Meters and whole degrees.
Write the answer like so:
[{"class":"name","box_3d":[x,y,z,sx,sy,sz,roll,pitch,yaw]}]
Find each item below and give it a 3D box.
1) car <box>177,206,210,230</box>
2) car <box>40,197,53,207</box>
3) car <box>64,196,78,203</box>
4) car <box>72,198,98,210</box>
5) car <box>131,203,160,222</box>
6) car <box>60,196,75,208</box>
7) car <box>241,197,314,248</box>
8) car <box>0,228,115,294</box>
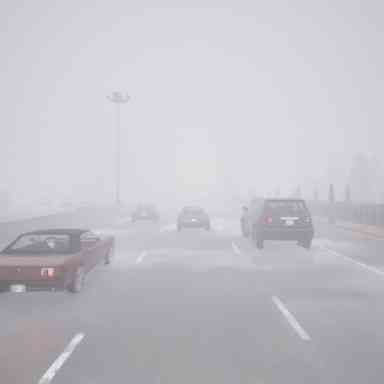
[{"class":"car","box_3d":[0.065,1.573,21.060,1.994,1.385,4.181,0,0,-1]},{"class":"car","box_3d":[-24.454,1.644,55.868,1.837,1.490,4.892,0,0,-22]},{"class":"car","box_3d":[-27.903,1.668,76.367,1.882,1.535,5.008,0,0,-33]},{"class":"car","box_3d":[-12.066,1.649,38.268,1.895,1.301,4.718,0,0,-10]},{"class":"car","box_3d":[-3.589,1.580,26.230,1.994,1.385,4.181,0,0,-3]},{"class":"car","box_3d":[-18.452,1.449,49.644,2.097,1.767,4.553,0,0,-18]},{"class":"car","box_3d":[3.596,1.225,14.933,2.150,2.045,5.566,0,0,0]},{"class":"car","box_3d":[-3.402,1.601,8.745,1.895,1.301,4.718,0,0,0]}]
